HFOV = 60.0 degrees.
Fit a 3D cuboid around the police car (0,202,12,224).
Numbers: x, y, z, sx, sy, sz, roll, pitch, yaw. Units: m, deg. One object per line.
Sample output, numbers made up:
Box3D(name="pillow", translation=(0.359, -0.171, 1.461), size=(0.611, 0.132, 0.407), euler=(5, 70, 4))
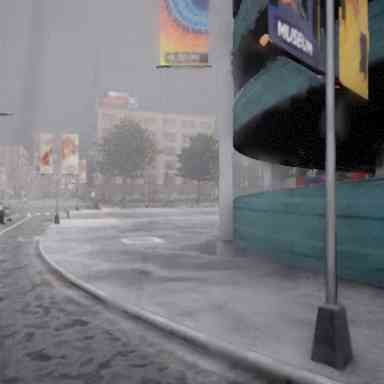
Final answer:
Box3D(name="police car", translation=(-15.672, 1.649, 26.529), size=(1.930, 1.638, 5.238), euler=(0, 0, -20))
